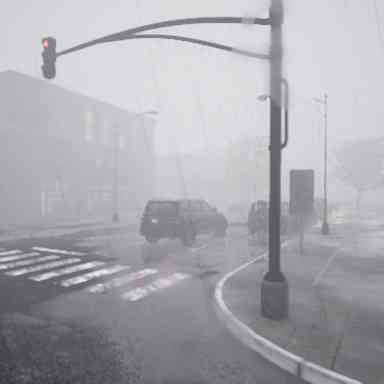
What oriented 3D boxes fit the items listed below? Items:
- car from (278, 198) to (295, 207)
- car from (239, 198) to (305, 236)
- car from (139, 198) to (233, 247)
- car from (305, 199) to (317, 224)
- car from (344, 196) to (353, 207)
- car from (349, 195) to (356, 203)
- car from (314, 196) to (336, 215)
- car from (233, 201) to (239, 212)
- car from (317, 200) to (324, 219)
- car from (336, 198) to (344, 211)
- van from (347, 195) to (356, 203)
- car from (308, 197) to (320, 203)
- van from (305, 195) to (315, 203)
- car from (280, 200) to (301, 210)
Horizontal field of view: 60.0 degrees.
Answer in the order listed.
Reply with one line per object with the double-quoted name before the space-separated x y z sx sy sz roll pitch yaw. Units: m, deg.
"car" 16.405 1.747 57.423 1.752 1.417 4.829 1 0 29
"car" 4.881 1.432 19.621 2.192 1.841 5.009 1 0 29
"car" -0.236 1.311 16.003 2.150 2.045 5.566 0 0 29
"car" 7.584 1.576 24.461 1.967 1.590 4.097 1 0 29
"car" 26.512 1.813 58.332 2.008 1.369 4.403 1 0 29
"car" 32.005 1.821 68.158 1.752 1.417 4.829 1 0 29
"car" 12.995 1.488 34.139 2.192 1.841 5.009 1 0 29
"car" 5.670 1.716 38.217 1.947 1.339 4.313 1 0 29
"car" 10.287 1.705 29.301 2.008 1.369 4.403 1 0 29
"car" 18.400 1.776 43.817 1.947 1.339 4.313 1 0 29
"van" 37.334 1.669 77.687 1.690 1.788 3.998 1 0 29
"car" 30.008 1.856 81.765 2.008 1.369 4.403 1 0 29
"van" 27.307 1.630 76.924 1.690 1.788 3.998 1 0 29
"car" 14.289 1.800 48.143 1.895 1.301 4.718 0 0 29
